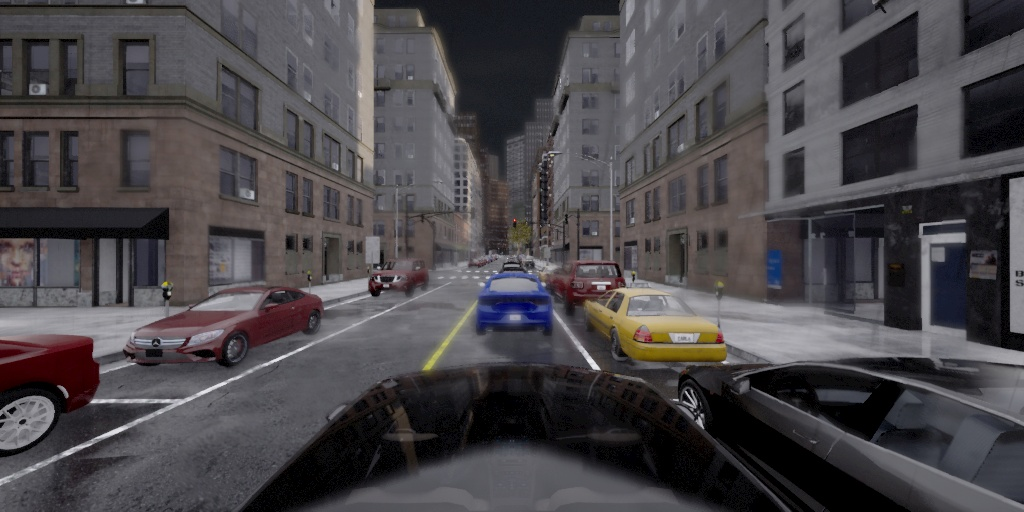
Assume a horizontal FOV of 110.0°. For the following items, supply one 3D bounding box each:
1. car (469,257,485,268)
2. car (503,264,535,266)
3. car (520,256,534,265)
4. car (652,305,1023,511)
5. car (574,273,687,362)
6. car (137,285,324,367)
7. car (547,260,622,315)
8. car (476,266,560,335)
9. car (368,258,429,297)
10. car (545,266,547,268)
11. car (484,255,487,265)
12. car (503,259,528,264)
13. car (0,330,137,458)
[{"bbox_3d":[-5.836,1.126,56.646,1.888,1.381,4.507,0,0,0],"label":"car"},{"bbox_3d":[0.072,1.296,18.047,1.994,1.385,4.181,0,0,0],"label":"car"},{"bbox_3d":[2.689,1.131,56.650,2.007,1.370,4.403,0,0,0],"label":"car"},{"bbox_3d":[2.762,1.316,2.332,1.948,1.339,4.313,0,0,0],"label":"car"},{"bbox_3d":[2.754,1.272,8.054,1.751,1.417,4.829,0,0,0],"label":"car"},{"bbox_3d":[-5.771,1.328,7.879,1.802,1.307,4.207,0,0,0],"label":"car"},{"bbox_3d":[2.747,1.055,13.438,2.192,1.841,5.009,0,0,0],"label":"car"},{"bbox_3d":[0.038,1.222,10.505,1.882,1.535,5.008,0,0,-1],"label":"car"},{"bbox_3d":[-5.786,1.045,18.986,2.192,1.841,5.009,0,0,0],"label":"car"},{"bbox_3d":[2.740,1.313,18.990,1.802,1.307,4.207,0,0,0],"label":"car"},{"bbox_3d":[-5.843,0.989,62.070,1.967,1.591,4.097,0,0,0],"label":"car"},{"bbox_3d":[0.013,1.215,26.960,1.837,1.490,4.892,0,0,0],"label":"car"},{"bbox_3d":[-5.763,1.295,2.327,1.888,1.381,4.507,0,0,0],"label":"car"}]
